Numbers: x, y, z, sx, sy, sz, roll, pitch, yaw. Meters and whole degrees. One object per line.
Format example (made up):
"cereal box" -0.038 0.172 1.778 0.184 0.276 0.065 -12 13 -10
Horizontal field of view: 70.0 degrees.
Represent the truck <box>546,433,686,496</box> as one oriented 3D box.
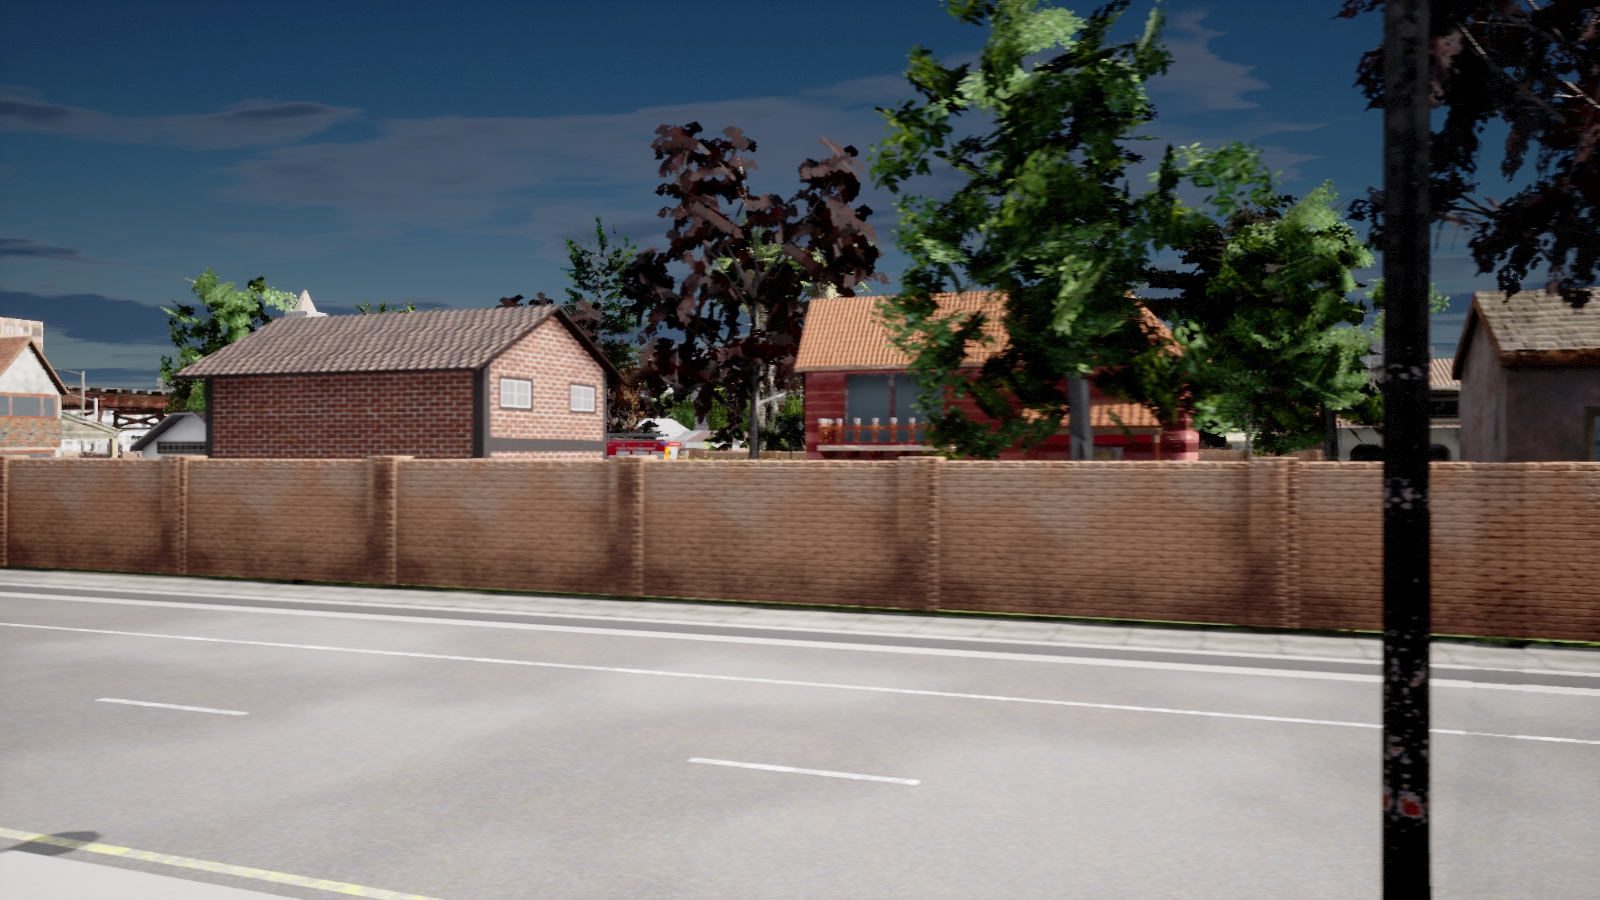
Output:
"truck" -11.757 0.875 73.084 8.468 3.827 2.891 1 1 19
